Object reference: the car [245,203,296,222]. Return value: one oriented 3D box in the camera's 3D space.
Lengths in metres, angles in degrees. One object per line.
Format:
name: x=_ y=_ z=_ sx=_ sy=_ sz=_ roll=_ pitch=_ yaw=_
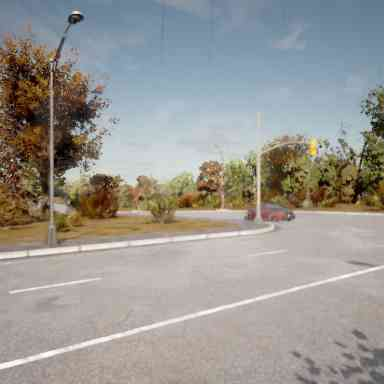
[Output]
car: x=6.163 y=1.613 z=26.513 sx=1.994 sy=1.385 sz=4.181 roll=0 pitch=-1 yaw=-33
